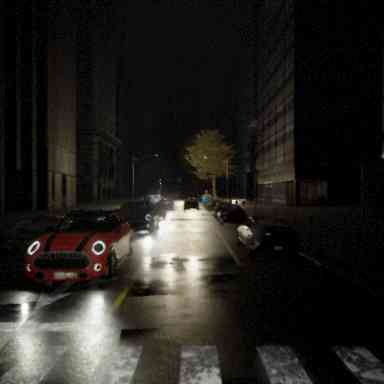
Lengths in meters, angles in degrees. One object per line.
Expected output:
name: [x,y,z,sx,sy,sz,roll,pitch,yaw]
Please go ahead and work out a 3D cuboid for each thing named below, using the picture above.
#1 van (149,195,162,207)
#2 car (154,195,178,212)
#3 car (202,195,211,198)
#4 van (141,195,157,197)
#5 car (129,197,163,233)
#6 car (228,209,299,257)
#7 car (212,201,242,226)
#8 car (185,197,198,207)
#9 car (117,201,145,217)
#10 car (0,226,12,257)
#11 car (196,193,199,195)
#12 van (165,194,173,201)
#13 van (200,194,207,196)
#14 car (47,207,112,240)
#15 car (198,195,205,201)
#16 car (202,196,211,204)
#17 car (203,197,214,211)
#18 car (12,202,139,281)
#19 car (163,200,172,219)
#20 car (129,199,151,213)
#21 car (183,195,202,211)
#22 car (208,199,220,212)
van: [-5.855,1.382,53.965,1.690,1.788,3.998,0,0,0]
car: [-3.120,1.518,39.945,2.128,1.511,4.902,0,0,0]
car: [2.679,1.600,49.543,1.947,1.339,4.313,0,0,0]
van: [-5.836,1.371,43.138,1.690,1.788,3.998,0,0,0]
car: [-3.121,1.364,19.739,2.097,1.767,4.553,0,0,0]
car: [2.741,1.557,12.759,2.008,1.369,4.403,0,0,0]
car: [2.722,1.557,23.648,1.887,1.381,4.507,0,0,0]
car: [-0.086,1.563,52.041,1.812,1.442,4.674,0,0,0]
car: [-5.817,1.587,32.312,1.947,1.339,4.313,0,0,0]
car: [-5.784,1.560,12.748,2.008,1.369,4.403,0,0,0]
car: [2.633,1.380,75.988,2.192,1.841,5.009,0,0,0]
van: [-5.910,1.425,86.444,1.690,1.788,3.998,0,0,0]
van: [2.660,1.386,60.121,1.690,1.788,3.998,0,0,0]
car: [-5.793,1.562,17.740,2.008,1.369,4.403,0,0,0]
car: [2.613,1.616,92.027,1.752,1.417,4.829,0,0,0]
car: [2.687,1.554,44.423,1.752,1.417,4.829,0,0,0]
car: [2.697,1.575,38.964,2.008,1.369,4.403,0,0,0]
car: [-3.088,1.359,9.995,2.097,1.767,4.553,0,0,-1]
car: [-3.137,1.619,29.620,1.895,1.301,4.718,0,0,0]
car: [-5.826,1.551,37.555,1.752,1.417,4.829,0,0,0]
car: [-0.069,1.505,41.618,1.882,1.535,5.008,0,0,0]
car: [2.714,1.567,29.092,2.008,1.369,4.403,0,0,0]
